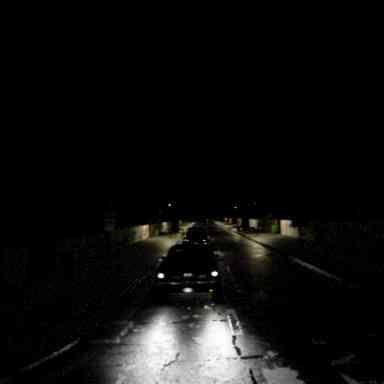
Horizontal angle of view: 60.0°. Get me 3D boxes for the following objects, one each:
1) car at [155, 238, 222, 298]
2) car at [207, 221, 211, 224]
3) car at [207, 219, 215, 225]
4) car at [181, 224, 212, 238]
[{"bbox_3d":[-0.042,2.454,11.041,1.895,1.301,4.718,-3,-4,2],"label":"car"},{"bbox_3d":[0.802,4.395,38.043,2.033,1.411,5.357,-3,-4,2],"label":"car"},{"bbox_3d":[5.273,8.311,92.250,2.033,1.411,5.357,-3,-4,2],"label":"car"},{"bbox_3d":[0.364,3.345,24.401,1.837,1.490,4.892,-3,-5,2],"label":"car"}]
